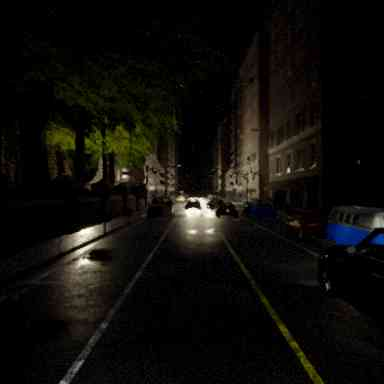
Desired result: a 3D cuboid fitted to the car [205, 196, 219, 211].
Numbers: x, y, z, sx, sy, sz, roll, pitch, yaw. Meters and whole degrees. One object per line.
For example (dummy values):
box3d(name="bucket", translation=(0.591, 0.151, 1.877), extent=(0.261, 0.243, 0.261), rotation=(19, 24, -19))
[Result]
box3d(name="car", translation=(2.947, 1.566, 41.874), extent=(2.128, 1.511, 4.902), rotation=(0, 0, -6))

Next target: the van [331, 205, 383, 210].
box3d(name="van", translation=(5.893, 1.389, 11.152), extent=(1.690, 1.788, 3.998), rotation=(0, 0, 0))

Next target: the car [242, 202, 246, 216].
box3d(name="car", translation=(5.990, 1.647, 33.794), extent=(1.947, 1.339, 4.313), rotation=(0, 0, 0))

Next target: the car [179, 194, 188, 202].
box3d(name="car", translation=(-2.372, 1.601, 71.648), extent=(1.752, 1.417, 4.829), rotation=(0, 0, 0))

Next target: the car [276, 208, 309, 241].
box3d(name="car", translation=(5.917, 1.603, 16.813), extent=(1.887, 1.381, 4.507), rotation=(0, 0, 0))

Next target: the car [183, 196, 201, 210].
box3d(name="car", translation=(0.178, 1.633, 43.827), extent=(1.994, 1.385, 4.181), rotation=(0, 0, 0))

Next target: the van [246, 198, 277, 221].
box3d(name="van", translation=(5.967, 1.415, 28.134), extent=(1.690, 1.788, 3.998), rotation=(0, 0, 0))

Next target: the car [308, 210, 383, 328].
box3d(name="car", translation=(3.914, 1.380, 5.782), extent=(2.097, 1.767, 4.553), rotation=(0, 0, 0))

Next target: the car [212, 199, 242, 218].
box3d(name="car", translation=(3.176, 1.629, 31.183), extent=(1.994, 1.385, 4.181), rotation=(0, 0, 1))

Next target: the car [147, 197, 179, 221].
box3d(name="car", translation=(-2.558, 1.351, 28.130), extent=(2.192, 1.841, 5.009), rotation=(0, 0, 0))
